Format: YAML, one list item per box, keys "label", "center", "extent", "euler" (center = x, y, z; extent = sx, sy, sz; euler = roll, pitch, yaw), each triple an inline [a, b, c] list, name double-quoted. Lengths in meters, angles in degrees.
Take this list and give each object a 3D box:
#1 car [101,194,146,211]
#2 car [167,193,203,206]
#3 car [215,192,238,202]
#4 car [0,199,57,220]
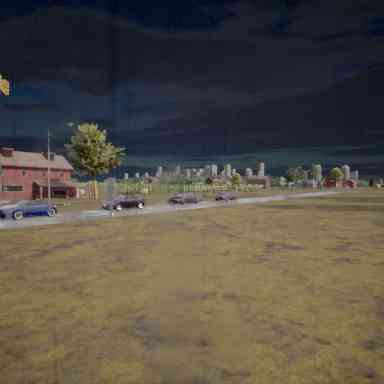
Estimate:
- label: "car"
  center: [-6.698, 1.015, 32.844]
  extent: [1.837, 1.490, 4.892]
  euler: [1, 2, 36]
- label: "car"
  center: [-0.789, 0.850, 41.008]
  extent: [2.033, 1.411, 5.357]
  euler: [1, 2, 36]
- label: "car"
  center: [5.125, 0.657, 49.120]
  extent: [1.994, 1.385, 4.181]
  euler: [1, 2, 36]
- label: "car"
  center: [-12.369, 1.267, 25.014]
  extent: [1.994, 1.385, 4.181]
  euler: [1, 2, 34]
